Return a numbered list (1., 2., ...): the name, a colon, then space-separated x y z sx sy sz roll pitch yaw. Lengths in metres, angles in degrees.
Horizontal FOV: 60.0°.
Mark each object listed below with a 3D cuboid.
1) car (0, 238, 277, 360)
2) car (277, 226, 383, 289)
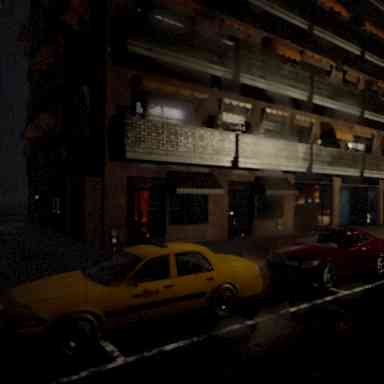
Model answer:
1. car: -0.836 1.548 5.955 4.829 1.417 1.752 1 0 -35
2. car: 3.938 1.656 9.354 4.206 1.307 1.802 1 0 -35
